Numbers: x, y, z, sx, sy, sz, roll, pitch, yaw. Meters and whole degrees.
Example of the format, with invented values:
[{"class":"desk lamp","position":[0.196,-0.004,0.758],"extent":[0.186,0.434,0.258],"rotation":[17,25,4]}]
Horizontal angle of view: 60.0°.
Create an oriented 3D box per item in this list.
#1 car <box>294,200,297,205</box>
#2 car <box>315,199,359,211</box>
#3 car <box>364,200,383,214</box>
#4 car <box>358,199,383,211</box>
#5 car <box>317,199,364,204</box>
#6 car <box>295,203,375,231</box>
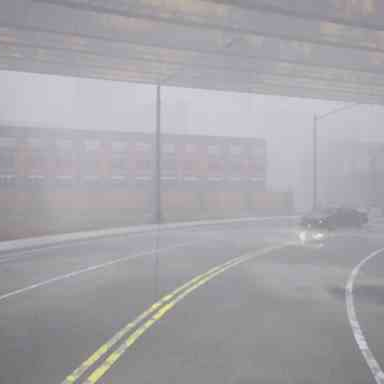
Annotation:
[{"class":"car","position":[16.364,1.783,60.416],"extent":[4.974,1.542,2.038],"rotation":[0,0,40]},{"class":"car","position":[17.513,1.524,40.385],"extent":[1.853,1.218,4.536],"rotation":[0,0,-45]},{"class":"car","position":[21.072,1.679,39.117],"extent":[2.038,1.542,4.974],"rotation":[0,0,15]},{"class":"car","position":[21.086,1.521,39.168],"extent":[1.853,1.218,4.536],"rotation":[0,0,15]},{"class":"car","position":[17.550,1.681,40.348],"extent":[2.038,1.542,4.974],"rotation":[0,0,-45]},{"class":"car","position":[9.302,1.669,21.581],"extent":[5.357,1.411,2.033],"rotation":[0,0,-34]}]
